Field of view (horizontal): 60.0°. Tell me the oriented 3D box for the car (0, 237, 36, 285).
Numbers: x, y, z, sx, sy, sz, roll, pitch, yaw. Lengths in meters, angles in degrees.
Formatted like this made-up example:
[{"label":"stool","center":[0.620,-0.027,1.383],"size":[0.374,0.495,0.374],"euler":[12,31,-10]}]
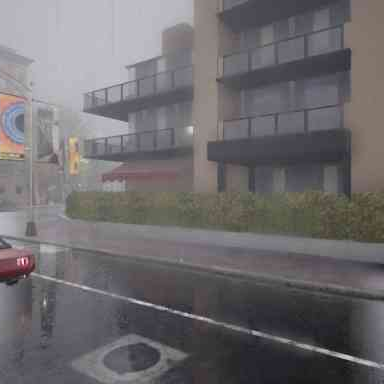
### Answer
[{"label":"car","center":[-5.991,1.601,8.255],"size":[4.718,1.301,1.895],"euler":[0,0,35]}]
